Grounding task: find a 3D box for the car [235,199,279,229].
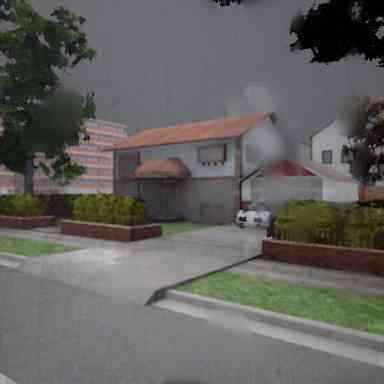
[{"bbox_3d":[3.894,1.143,17.530,1.970,1.475,3.806,0,0,36],"label":"car"}]
